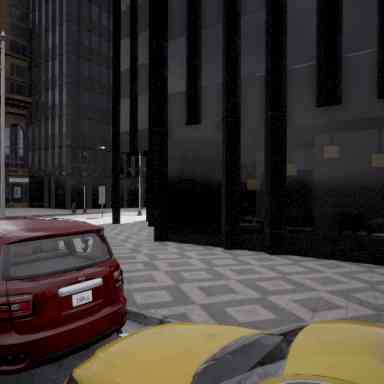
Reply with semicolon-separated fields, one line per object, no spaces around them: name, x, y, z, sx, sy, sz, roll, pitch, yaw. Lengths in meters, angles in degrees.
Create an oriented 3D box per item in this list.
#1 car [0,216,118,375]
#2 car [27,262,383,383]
car;-3.217;1.314;5.249;5.009;1.841;2.192;0;0;35
car;1.064;1.525;2.200;4.829;1.417;1.752;0;0;35
